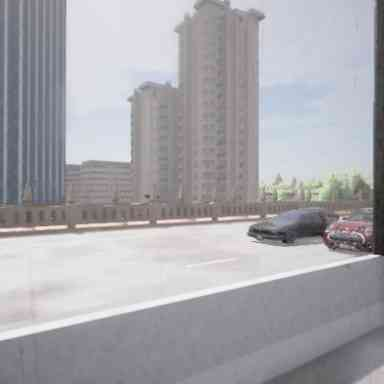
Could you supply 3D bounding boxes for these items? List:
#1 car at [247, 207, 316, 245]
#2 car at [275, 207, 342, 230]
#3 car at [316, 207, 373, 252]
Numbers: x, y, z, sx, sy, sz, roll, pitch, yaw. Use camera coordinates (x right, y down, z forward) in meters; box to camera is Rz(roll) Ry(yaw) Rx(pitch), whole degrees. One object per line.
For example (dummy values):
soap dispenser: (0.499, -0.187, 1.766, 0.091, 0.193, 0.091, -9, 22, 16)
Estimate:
car: (5.146, 1.622, 16.256, 5.357, 1.411, 2.033, 0, 0, -36)
car: (7.936, 1.712, 22.539, 4.718, 1.301, 1.895, 0, 0, -35)
car: (7.453, 1.429, 13.599, 4.553, 1.767, 2.097, 0, 0, -35)
